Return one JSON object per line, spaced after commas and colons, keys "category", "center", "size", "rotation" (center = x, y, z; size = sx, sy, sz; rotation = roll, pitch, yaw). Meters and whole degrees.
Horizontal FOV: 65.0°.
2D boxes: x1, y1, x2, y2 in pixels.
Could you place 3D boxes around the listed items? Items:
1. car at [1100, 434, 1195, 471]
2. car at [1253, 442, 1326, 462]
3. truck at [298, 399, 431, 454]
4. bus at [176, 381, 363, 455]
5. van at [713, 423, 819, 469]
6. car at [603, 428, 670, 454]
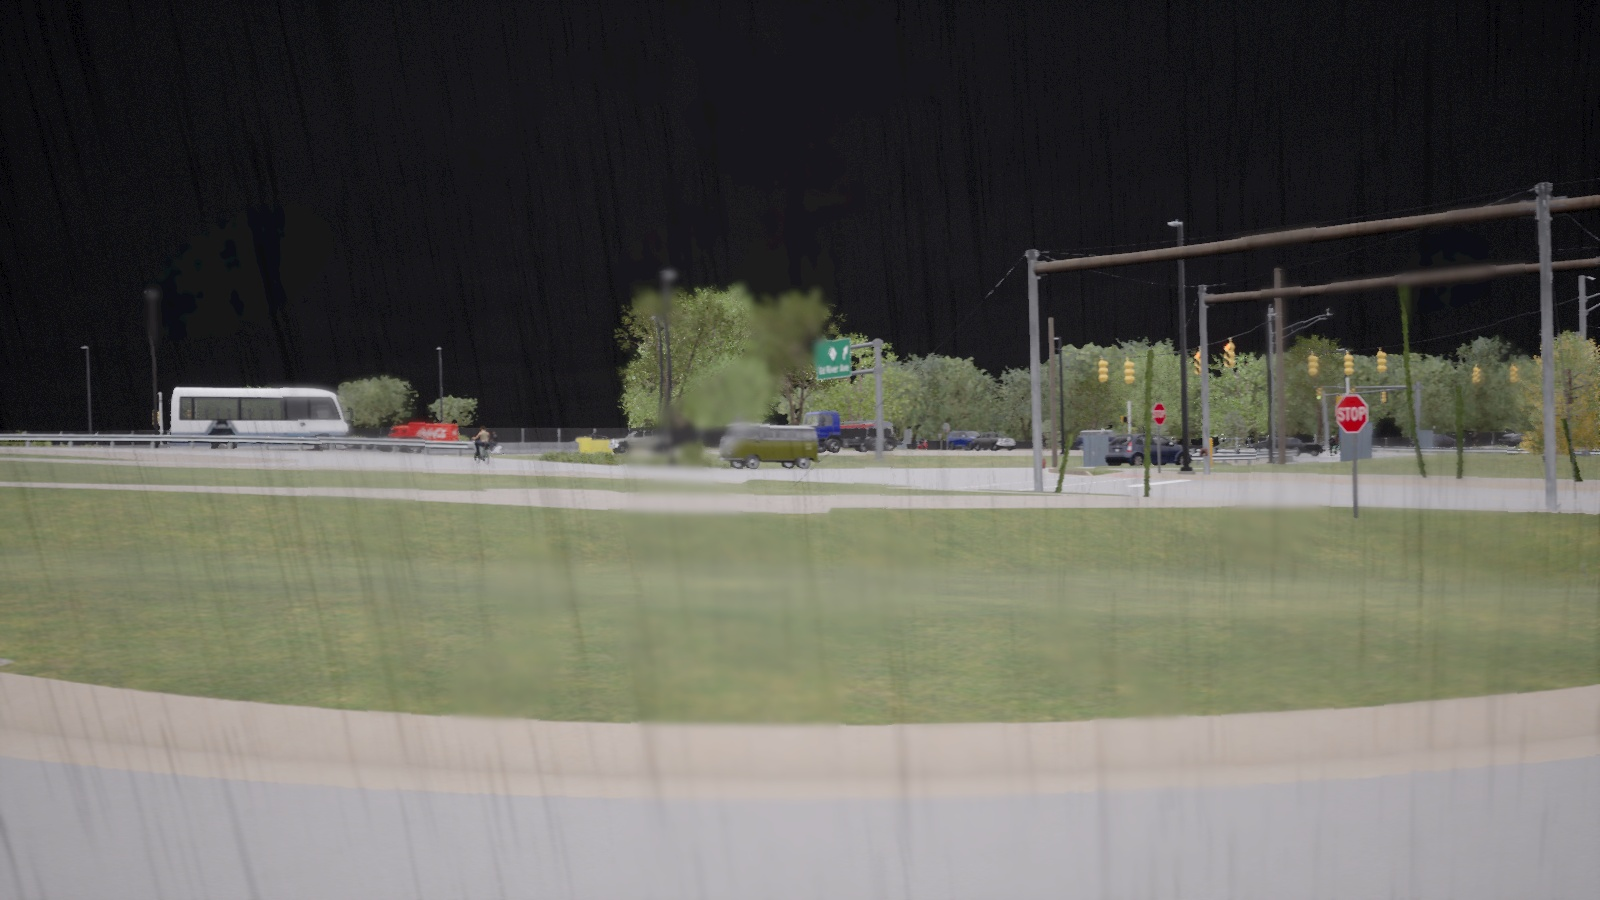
{"category": "car", "center": [15.858, 0.123, 57.294], "size": [3.988, 1.617, 1.851], "rotation": [0, 0, -27]}
{"category": "car", "center": [33.397, 0.111, 85.829], "size": [1.895, 1.301, 4.718], "rotation": [0, 0, -24]}
{"category": "truck", "center": [-28.490, -1.456, 82.239], "size": [7.936, 3.462, 2.891], "rotation": [0, 0, -26]}
{"category": "bus", "center": [-32.253, -1.858, 76.514], "size": [10.273, 4.253, 3.944], "rotation": [0, 0, -26]}
{"category": "van", "center": [-1.510, -0.140, 56.250], "size": [4.442, 1.987, 1.775], "rotation": [1, 0, -28]}
{"category": "car", "center": [-12.210, -0.661, 94.062], "size": [4.605, 1.855, 1.932], "rotation": [0, 0, -26]}
